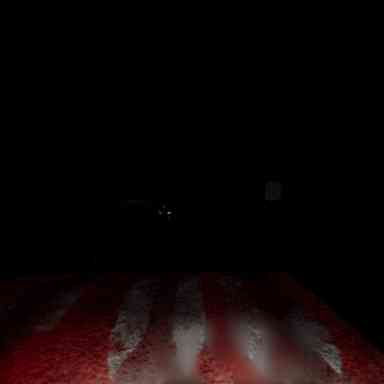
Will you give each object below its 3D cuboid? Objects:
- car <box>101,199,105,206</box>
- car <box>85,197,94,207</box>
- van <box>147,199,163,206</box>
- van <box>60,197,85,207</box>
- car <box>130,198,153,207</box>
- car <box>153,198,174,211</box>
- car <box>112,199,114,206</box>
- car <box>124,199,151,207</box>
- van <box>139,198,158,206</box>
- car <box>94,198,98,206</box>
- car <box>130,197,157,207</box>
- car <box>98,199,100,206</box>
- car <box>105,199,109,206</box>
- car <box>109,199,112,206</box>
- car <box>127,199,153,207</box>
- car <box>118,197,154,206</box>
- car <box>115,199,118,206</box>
[{"bbox_3d":[-23.570,2.493,78.425,4.553,1.767,2.185,0,-2,0],"label":"car"},{"bbox_3d":[-23.607,1.949,67.361,5.566,2.045,2.435,0,-2,0],"label":"car"},{"bbox_3d":[-10.438,3.021,94.903,4.442,1.987,1.878,0,-2,0],"label":"van"},{"bbox_3d":[-23.691,1.880,64.469,4.442,1.987,1.878,0,-2,0],"label":"van"},{"bbox_3d":[-10.536,2.163,69.936,4.553,1.767,2.185,0,-2,0],"label":"car"},{"bbox_3d":[-3.446,1.679,43.630,2.128,1.511,4.902,0,-1,0],"label":"car"},{"bbox_3d":[-23.612,2.939,86.726,4.892,1.521,2.231,0,-2,0],"label":"car"},{"bbox_3d":[-10.499,2.099,64.385,4.892,1.521,2.231,0,-2,0],"label":"car"},{"bbox_3d":[-10.644,2.487,81.031,4.442,1.987,1.878,0,-2,0],"label":"van"},{"bbox_3d":[-23.400,2.297,70.119,5.366,1.575,1.946,0,-2,0],"label":"car"},{"bbox_3d":[-10.482,2.141,72.711,5.566,2.045,2.435,0,-2,0],"label":"car"},{"bbox_3d":[-23.584,2.406,72.884,4.892,1.521,2.231,0,-2,0],"label":"car"},{"bbox_3d":[-23.602,2.720,81.064,5.008,1.535,2.097,0,-2,0],"label":"car"},{"bbox_3d":[-23.607,2.831,83.958,5.008,1.535,2.097,0,-2,0],"label":"car"},{"bbox_3d":[-10.505,2.189,67.156,5.008,1.535,2.097,0,-2,0],"label":"car"},{"bbox_3d":[-10.303,2.012,61.618,5.366,1.575,1.946,0,-2,0],"label":"car"},{"bbox_3d":[-23.444,3.148,92.264,5.366,1.575,1.946,0,-2,0],"label":"car"}]
